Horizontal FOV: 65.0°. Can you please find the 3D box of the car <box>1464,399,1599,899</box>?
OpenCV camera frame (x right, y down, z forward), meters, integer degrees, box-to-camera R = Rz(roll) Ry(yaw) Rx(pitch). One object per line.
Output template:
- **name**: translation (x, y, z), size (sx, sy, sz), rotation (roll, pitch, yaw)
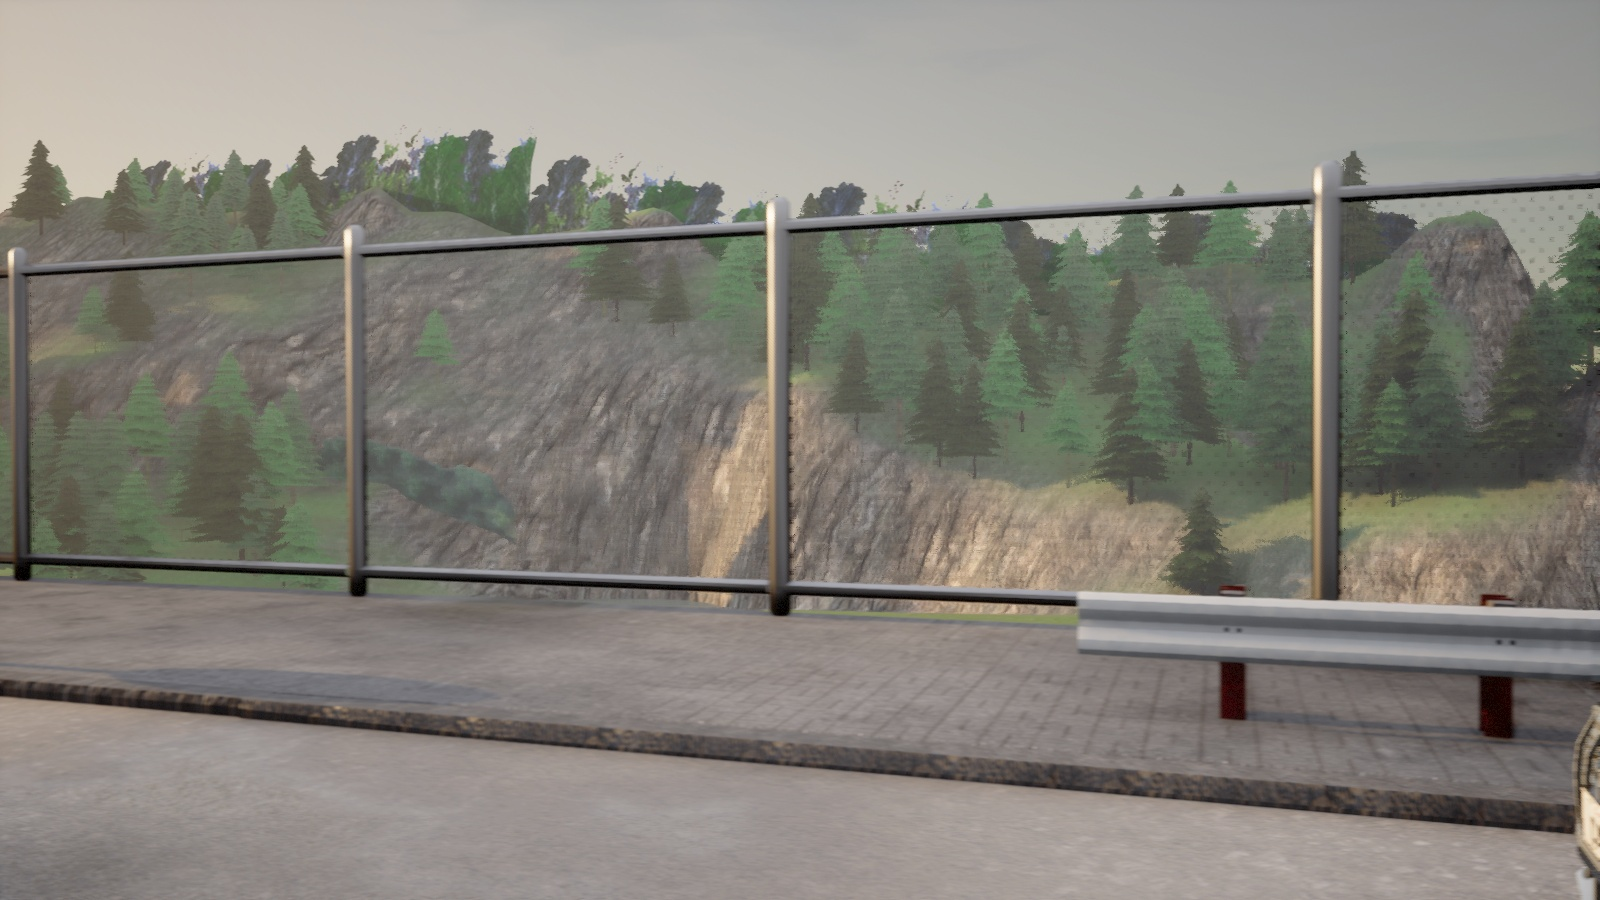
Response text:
- **car**: translation (4.127, 0.734, 2.349), size (4.856, 1.649, 2.033), rotation (1, 1, 20)
